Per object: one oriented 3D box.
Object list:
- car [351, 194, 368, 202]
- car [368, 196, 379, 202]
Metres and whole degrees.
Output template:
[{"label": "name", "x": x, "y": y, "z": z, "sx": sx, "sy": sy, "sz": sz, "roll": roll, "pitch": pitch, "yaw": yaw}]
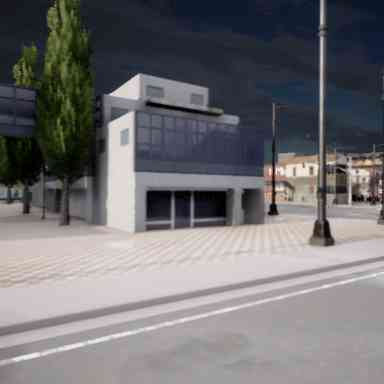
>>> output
[{"label": "car", "x": 41.352, "y": 1.425, "z": 83.170, "sx": 2.150, "sy": 2.045, "sz": 5.566, "roll": 0, "pitch": 0, "yaw": 12}, {"label": "car", "x": 44.770, "y": 1.694, "z": 82.422, "sx": 1.882, "sy": 1.535, "sz": 5.008, "roll": 0, "pitch": 0, "yaw": 12}]
